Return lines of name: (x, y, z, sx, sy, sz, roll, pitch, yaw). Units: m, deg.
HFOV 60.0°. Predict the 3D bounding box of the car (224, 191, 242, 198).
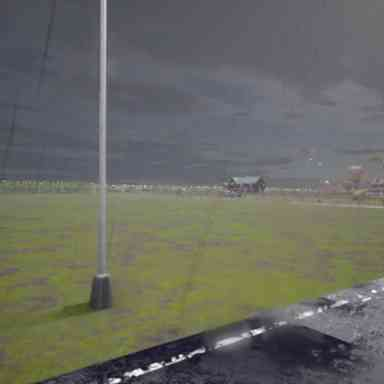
car: (8.539, 0.548, 69.397, 1.994, 1.385, 4.181, 1, 0, -36)
